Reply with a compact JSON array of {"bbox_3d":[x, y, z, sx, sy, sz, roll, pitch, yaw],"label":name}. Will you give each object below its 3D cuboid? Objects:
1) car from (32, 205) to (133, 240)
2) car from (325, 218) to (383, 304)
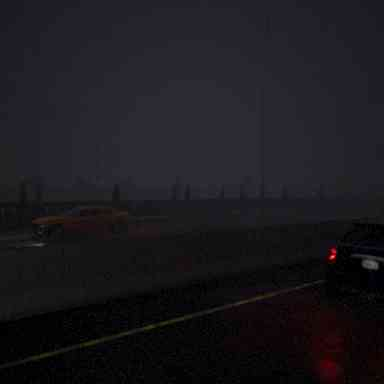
[{"bbox_3d":[-5.545,1.471,17.232,5.008,1.535,1.882,0,0,-35],"label":"car"},{"bbox_3d":[4.981,1.342,7.297,4.553,1.767,2.097,0,0,-35],"label":"car"}]
